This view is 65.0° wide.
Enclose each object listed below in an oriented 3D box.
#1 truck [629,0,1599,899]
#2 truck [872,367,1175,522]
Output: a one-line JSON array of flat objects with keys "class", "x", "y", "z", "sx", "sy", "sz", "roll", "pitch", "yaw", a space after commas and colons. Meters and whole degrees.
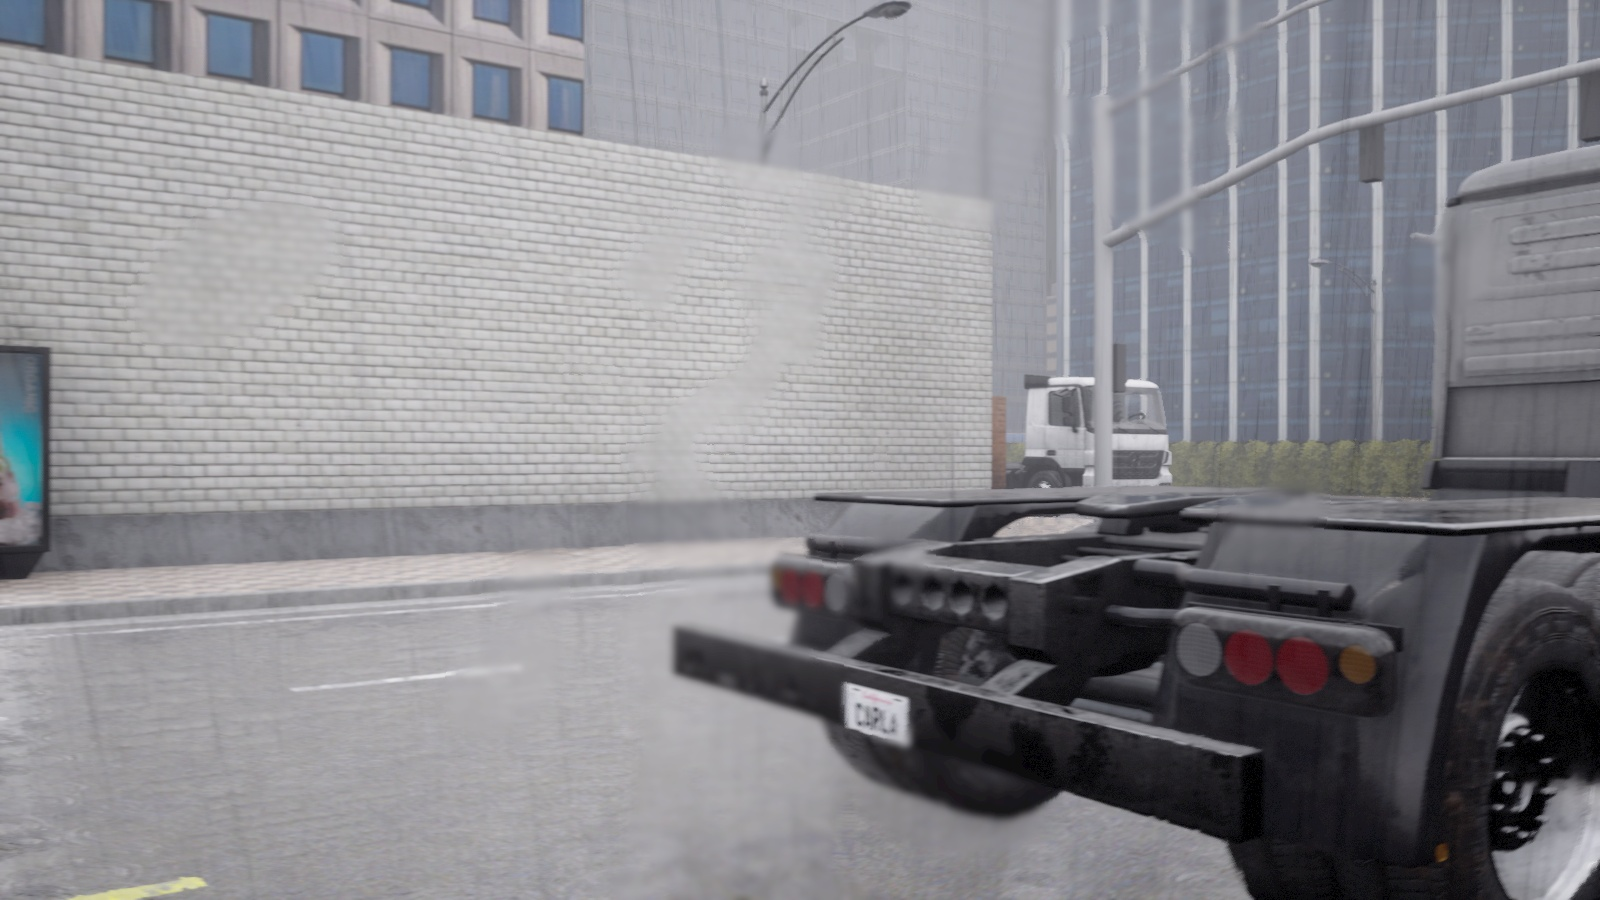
[{"class": "truck", "x": 3.411, "y": -0.229, "z": 6.036, "sx": 7.936, "sy": 3.462, "sz": 2.891, "roll": 0, "pitch": 0, "yaw": -35}, {"class": "truck", "x": 5.440, "y": -0.114, "z": 32.208, "sx": 2.891, "sy": 3.462, "sz": 7.936, "roll": 0, "pitch": 0, "yaw": -35}]
